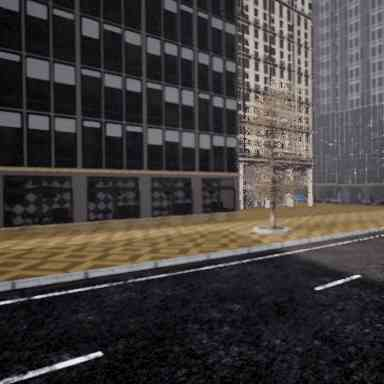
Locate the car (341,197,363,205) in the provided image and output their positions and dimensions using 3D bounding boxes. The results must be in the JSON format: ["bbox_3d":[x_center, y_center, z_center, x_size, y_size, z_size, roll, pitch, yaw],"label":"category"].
[{"bbox_3d":[27.279,1.556,57.426,1.802,1.307,4.206,0,1,-38],"label":"car"}]

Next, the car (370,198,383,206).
[{"bbox_3d":[30.732,1.576,52.909,1.947,1.339,4.313,0,1,-38],"label":"car"}]

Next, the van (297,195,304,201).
[{"bbox_3d":[23.611,1.085,76.113,1.690,1.788,3.998,0,1,-38],"label":"van"}]

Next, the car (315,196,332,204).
[{"bbox_3d":[23.860,1.504,61.965,1.947,1.339,4.313,0,1,-38],"label":"car"}]
